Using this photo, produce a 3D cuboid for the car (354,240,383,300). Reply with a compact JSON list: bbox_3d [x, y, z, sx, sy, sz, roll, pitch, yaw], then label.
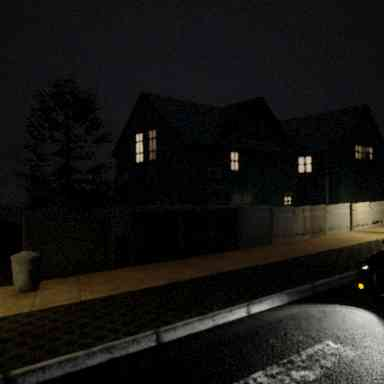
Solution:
[{"bbox_3d":[5.294,1.504,7.130,4.181,1.385,1.994,-1,0,-38],"label":"car"}]
